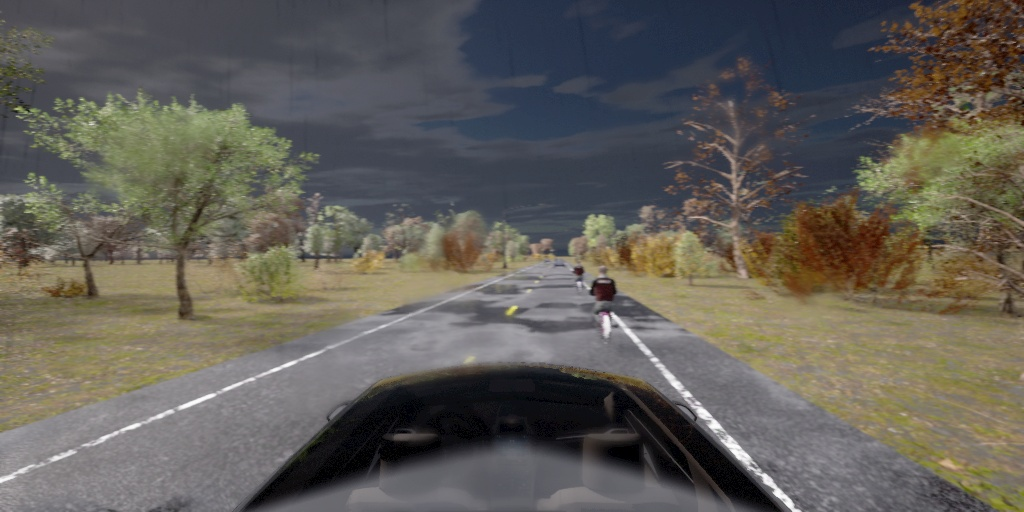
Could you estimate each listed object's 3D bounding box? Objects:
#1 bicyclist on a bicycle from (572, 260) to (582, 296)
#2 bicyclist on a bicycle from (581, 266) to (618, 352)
[{"bbox_3d":[3.270,1.084,17.549,0.659,1.776,1.843,-1,0,8],"label":"bicyclist on a bicycle"},{"bbox_3d":[1.998,1.087,7.891,0.659,1.776,1.843,-1,0,8],"label":"bicyclist on a bicycle"}]
